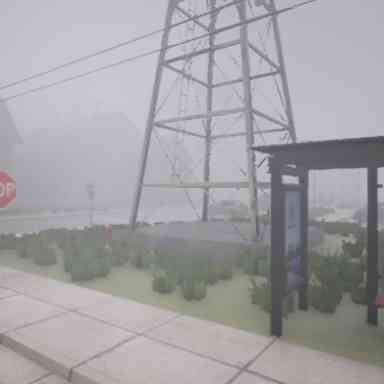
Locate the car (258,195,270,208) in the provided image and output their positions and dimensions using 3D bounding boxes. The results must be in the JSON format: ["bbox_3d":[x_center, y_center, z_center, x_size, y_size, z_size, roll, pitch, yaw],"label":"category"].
[{"bbox_3d":[10.285,1.310,42.524,3.866,1.878,1.905,0,0,35],"label":"car"}]

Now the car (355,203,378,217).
[{"bbox_3d":[14.276,1.526,24.760,3.905,1.438,1.784,0,0,35],"label":"car"}]

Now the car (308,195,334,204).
[{"bbox_3d":[24.129,1.484,62.380,4.611,1.667,2.242,0,0,35],"label":"car"}]

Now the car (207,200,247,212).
[{"bbox_3d":[3.040,1.500,31.139,4.193,1.474,1.816,0,0,35],"label":"car"}]
